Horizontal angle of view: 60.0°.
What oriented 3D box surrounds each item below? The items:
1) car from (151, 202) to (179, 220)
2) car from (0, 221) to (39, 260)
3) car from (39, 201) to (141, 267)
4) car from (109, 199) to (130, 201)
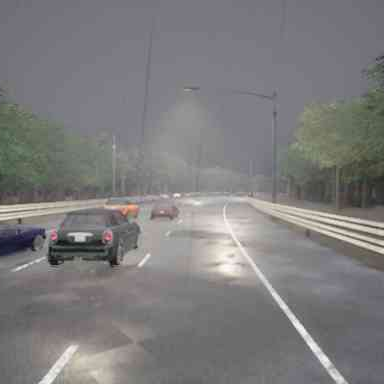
[{"bbox_3d":[-2.282,1.576,28.737,1.994,1.385,4.181,0,0,4],"label":"car"},{"bbox_3d":[-6.703,1.612,11.021,1.895,1.301,4.718,0,0,2],"label":"car"},{"bbox_3d":[-3.168,1.368,11.720,2.097,1.767,4.553,0,0,2],"label":"car"},{"bbox_3d":[-5.859,1.365,27.796,2.097,1.767,4.553,0,0,4],"label":"car"}]
